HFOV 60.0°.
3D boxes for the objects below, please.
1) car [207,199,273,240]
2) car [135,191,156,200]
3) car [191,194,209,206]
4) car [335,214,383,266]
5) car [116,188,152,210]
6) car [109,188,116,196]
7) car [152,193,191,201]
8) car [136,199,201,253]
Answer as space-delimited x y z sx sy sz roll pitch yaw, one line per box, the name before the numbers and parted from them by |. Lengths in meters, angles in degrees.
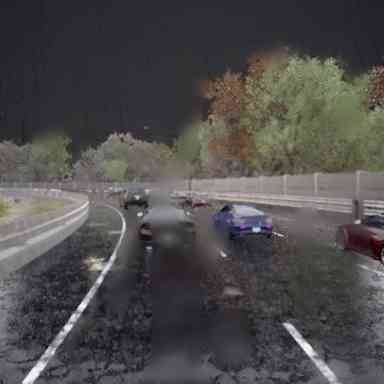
car | 2.146 1.227 15.051 1.812 1.442 4.674 0 1 -8
car | -7.641 0.568 53.913 1.895 1.301 4.718 -1 1 -27
car | 0.501 0.875 35.364 1.994 1.385 4.181 0 1 -19
car | 6.078 1.358 10.140 1.994 1.385 4.181 0 1 0
car | -5.789 0.599 32.578 2.150 2.045 5.566 0 1 -18
car | -16.766 -0.014 72.232 2.097 1.767 4.553 -1 1 -22
car | -2.103 0.864 32.458 2.128 1.511 4.902 0 1 -18
car | -1.046 1.231 12.671 1.882 1.535 5.008 0 1 -7
